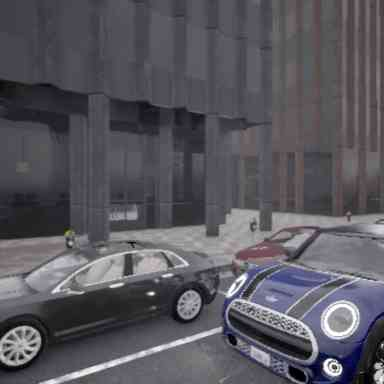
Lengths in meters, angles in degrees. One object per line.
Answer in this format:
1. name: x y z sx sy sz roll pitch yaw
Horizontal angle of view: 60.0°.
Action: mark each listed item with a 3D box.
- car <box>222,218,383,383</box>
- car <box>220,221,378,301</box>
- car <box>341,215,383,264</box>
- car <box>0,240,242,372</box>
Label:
1. car: 2.639 1.345 5.246 4.553 1.767 2.097 0 0 -35
2. car: 2.920 1.573 8.729 4.206 1.307 1.802 0 0 -35
3. car: 7.364 1.566 11.896 4.206 1.307 1.802 0 0 -35
4. car: -1.523 1.549 5.561 4.403 1.369 2.008 0 0 -35
